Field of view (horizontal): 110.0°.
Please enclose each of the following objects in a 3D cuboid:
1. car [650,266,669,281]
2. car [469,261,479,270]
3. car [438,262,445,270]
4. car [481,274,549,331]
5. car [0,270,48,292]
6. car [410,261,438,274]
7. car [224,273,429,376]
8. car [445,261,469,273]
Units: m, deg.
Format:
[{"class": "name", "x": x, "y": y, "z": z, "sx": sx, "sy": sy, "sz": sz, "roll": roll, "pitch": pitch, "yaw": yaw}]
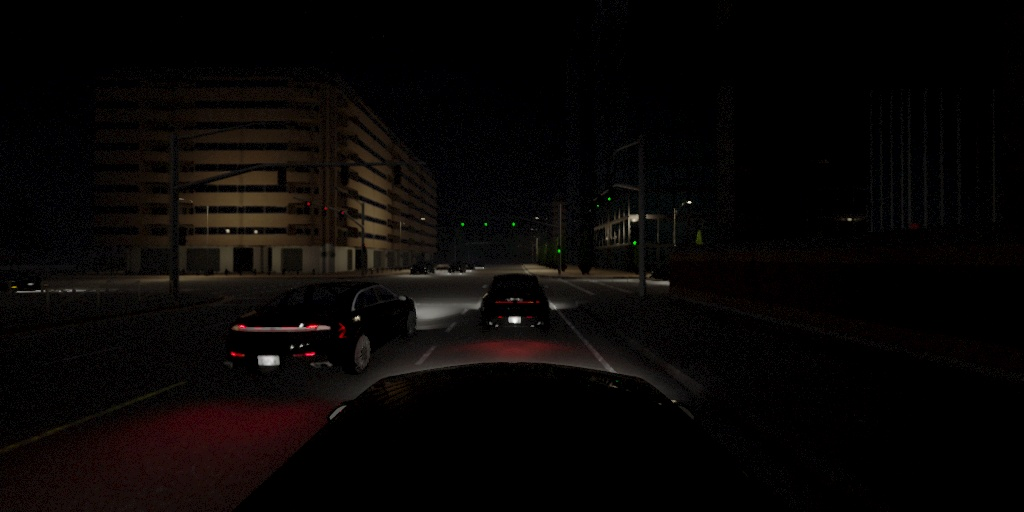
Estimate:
[{"class": "car", "x": 15.135, "y": 1.483, "z": 32.727, "sx": 4.902, "sy": 1.511, "sz": 2.128, "roll": 0, "pitch": 0, "yaw": 0}, {"class": "car", "x": -7.345, "y": 1.592, "z": 60.232, "sx": 2.128, "sy": 1.511, "sz": 4.902, "roll": 0, "pitch": 0, "yaw": 1}, {"class": "car", "x": -10.880, "y": 1.686, "z": 57.826, "sx": 1.895, "sy": 1.301, "sz": 4.718, "roll": 0, "pitch": 0, "yaw": 1}, {"class": "car", "x": 0.103, "y": 1.314, "z": 11.227, "sx": 1.837, "sy": 1.490, "sz": 4.892, "roll": 0, "pitch": 0, "yaw": 1}, {"class": "car", "x": -31.825, "y": 1.541, "z": 22.245, "sx": 4.181, "sy": 1.385, "sz": 1.994, "roll": 1, "pitch": 0, "yaw": 0}, {"class": "car", "x": -10.988, "y": 1.358, "z": 44.248, "sx": 2.097, "sy": 1.767, "sz": 4.553, "roll": 0, "pitch": 0, "yaw": 1}, {"class": "car", "x": -3.440, "y": 1.277, "z": 7.515, "sx": 2.128, "sy": 1.511, "sz": 4.902, "roll": 0, "pitch": 0, "yaw": 0}, {"class": "car", "x": -7.446, "y": 1.537, "z": 48.899, "sx": 1.837, "sy": 1.490, "sz": 4.892, "roll": 0, "pitch": 0, "yaw": 0}]
